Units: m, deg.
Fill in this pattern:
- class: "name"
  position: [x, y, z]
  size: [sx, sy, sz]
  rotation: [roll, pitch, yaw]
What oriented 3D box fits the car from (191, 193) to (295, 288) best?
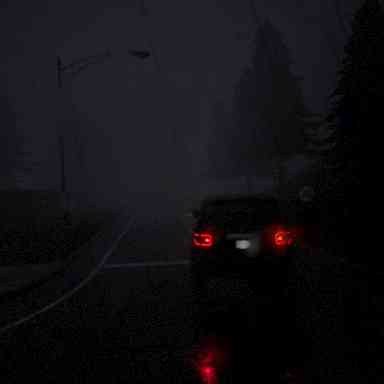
- class: "car"
  position: [1.188, 1.065, 8.992]
  size: [2.150, 2.045, 5.566]
  rotation: [-2, 0, 4]
